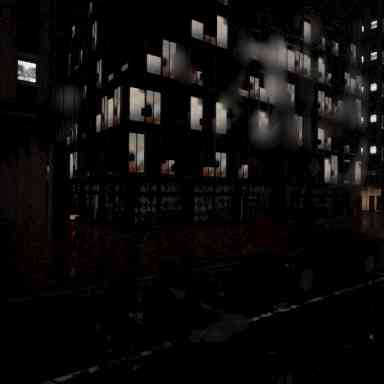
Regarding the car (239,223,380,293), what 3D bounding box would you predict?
[{"bbox_3d":[3.239,1.546,8.861,4.507,1.381,1.887,0,1,-36],"label":"car"}]
